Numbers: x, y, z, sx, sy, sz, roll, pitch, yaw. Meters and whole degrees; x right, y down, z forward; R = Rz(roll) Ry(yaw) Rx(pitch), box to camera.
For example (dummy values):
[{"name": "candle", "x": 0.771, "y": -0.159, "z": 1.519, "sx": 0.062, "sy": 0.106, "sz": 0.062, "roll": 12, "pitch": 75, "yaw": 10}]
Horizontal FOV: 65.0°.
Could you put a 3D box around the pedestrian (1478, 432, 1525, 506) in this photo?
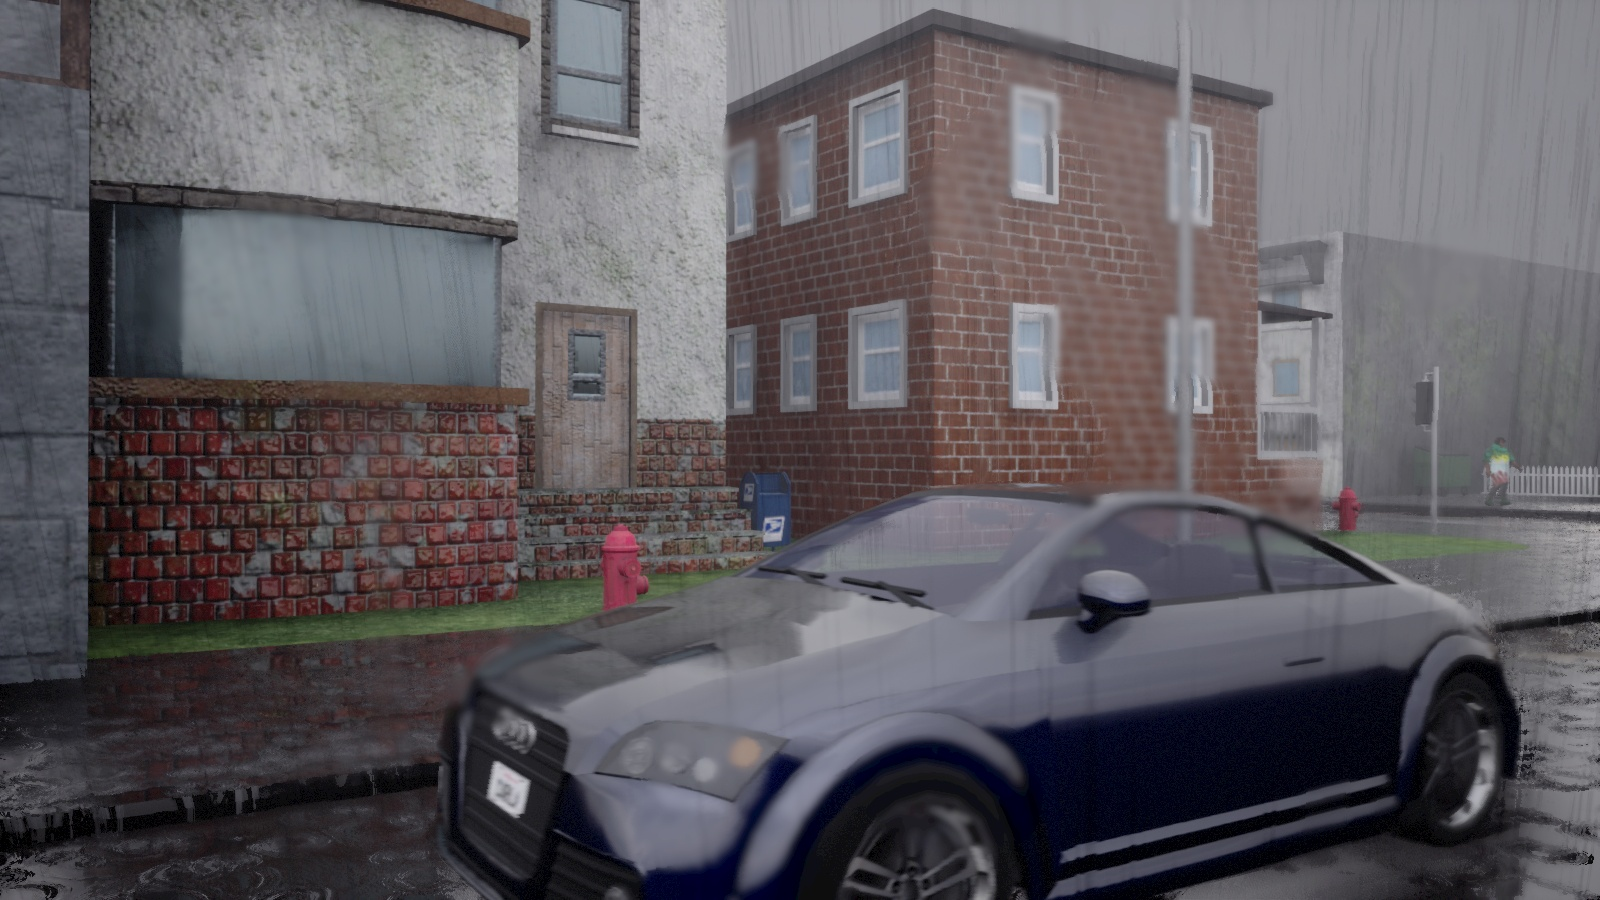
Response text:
[{"name": "pedestrian", "x": 18.572, "y": 0.496, "z": 33.267, "sx": 0.659, "sy": 1.952, "sz": 0.873, "roll": 0, "pitch": 0, "yaw": -18}]

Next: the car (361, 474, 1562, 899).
[{"name": "car", "x": 0.751, "y": 0.819, "z": 4.722, "sx": 4.181, "sy": 1.385, "sz": 1.994, "roll": 0, "pitch": 0, "yaw": -33}]
